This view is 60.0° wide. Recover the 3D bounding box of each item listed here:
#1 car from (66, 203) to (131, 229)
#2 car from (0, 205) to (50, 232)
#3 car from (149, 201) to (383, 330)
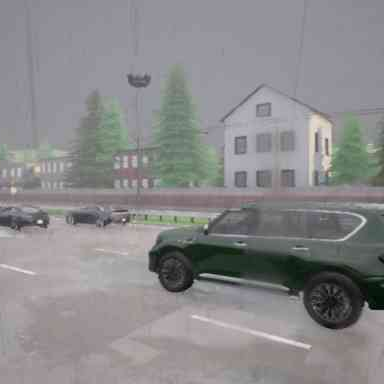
[{"bbox_3d":[-6.031,1.466,21.192,4.902,1.511,2.128,0,0,35],"label":"car"},{"bbox_3d":[-10.395,1.495,19.992,4.674,1.442,1.812,0,0,36],"label":"car"},{"bbox_3d":[1.616,1.217,7.139,5.566,2.045,2.150,0,0,36],"label":"car"}]
